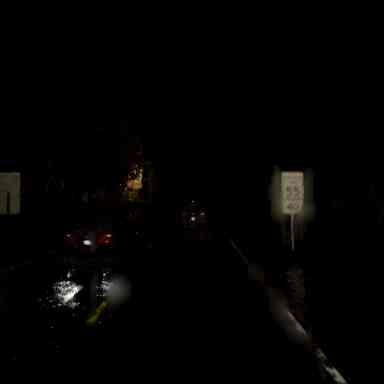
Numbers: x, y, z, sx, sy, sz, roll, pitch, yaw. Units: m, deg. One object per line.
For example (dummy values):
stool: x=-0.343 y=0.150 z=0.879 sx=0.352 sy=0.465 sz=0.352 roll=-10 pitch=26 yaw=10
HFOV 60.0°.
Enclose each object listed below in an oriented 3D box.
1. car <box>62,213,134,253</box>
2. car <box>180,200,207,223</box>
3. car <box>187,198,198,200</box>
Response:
car: x=-3.586 y=1.536 z=13.370 sx=1.994 sy=1.385 sz=4.181 roll=0 pitch=0 yaw=0
car: x=0.095 y=1.561 z=25.136 sx=1.895 sy=1.301 sz=4.718 roll=0 pitch=0 yaw=0
car: x=0.111 y=1.459 z=43.557 sx=2.128 sy=1.511 sz=4.902 roll=0 pitch=0 yaw=0
